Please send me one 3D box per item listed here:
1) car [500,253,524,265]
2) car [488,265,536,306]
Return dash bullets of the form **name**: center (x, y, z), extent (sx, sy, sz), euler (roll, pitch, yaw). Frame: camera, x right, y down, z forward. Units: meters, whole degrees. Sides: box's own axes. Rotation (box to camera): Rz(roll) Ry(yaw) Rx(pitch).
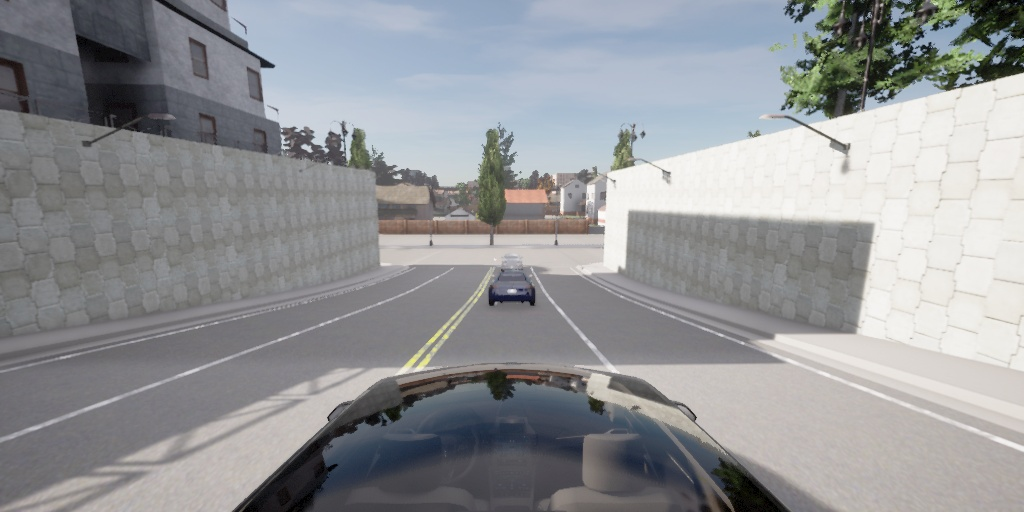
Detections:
- **car**: center (-0.003, 0.488, 30.685), extent (1.812, 1.442, 4.674), euler (0, 4, 0)
- **car**: center (0.001, 1.302, 15.821), extent (1.994, 1.385, 4.181), euler (0, 1, 0)
